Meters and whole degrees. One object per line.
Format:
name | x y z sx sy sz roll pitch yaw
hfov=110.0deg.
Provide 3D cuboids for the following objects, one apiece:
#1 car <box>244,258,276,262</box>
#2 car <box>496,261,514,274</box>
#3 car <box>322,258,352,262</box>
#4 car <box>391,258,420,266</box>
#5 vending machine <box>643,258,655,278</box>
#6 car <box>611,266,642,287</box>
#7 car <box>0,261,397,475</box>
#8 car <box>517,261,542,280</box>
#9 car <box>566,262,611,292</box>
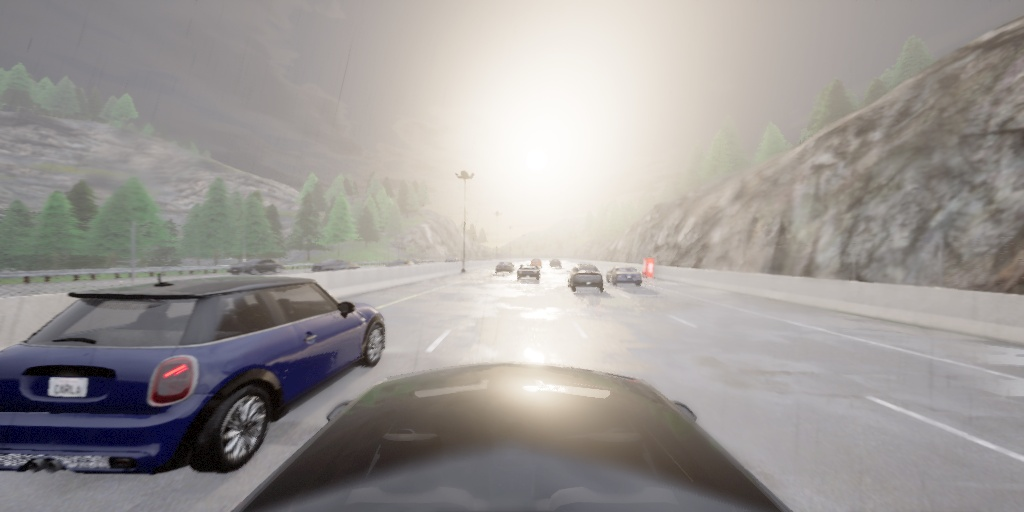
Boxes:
car | -22.934 0.968 32.365 1.837 1.490 4.892 1 0 5
car | -0.796 1.310 42.462 2.033 1.411 5.357 1 0 5
car | -15.836 1.121 33.425 1.994 1.385 4.181 1 0 5
car | -11.925 1.117 38.378 1.837 1.490 4.892 1 0 5
vending machine | 14.094 1.154 36.962 1.100 2.100 0.880 0 0 4
car | 8.010 1.418 25.994 2.033 1.411 5.357 1 0 7
car | -3.463 1.057 4.957 2.097 1.767 4.553 1 0 1
car | 1.555 1.389 31.988 1.895 1.301 4.718 1 0 6
car | 4.462 1.313 22.272 2.128 1.511 4.902 1 0 5
